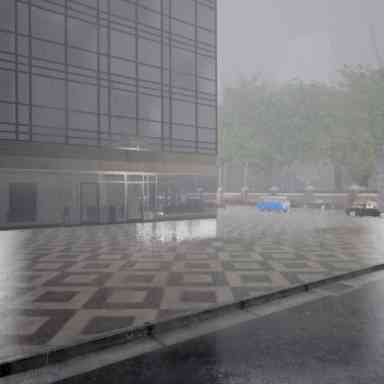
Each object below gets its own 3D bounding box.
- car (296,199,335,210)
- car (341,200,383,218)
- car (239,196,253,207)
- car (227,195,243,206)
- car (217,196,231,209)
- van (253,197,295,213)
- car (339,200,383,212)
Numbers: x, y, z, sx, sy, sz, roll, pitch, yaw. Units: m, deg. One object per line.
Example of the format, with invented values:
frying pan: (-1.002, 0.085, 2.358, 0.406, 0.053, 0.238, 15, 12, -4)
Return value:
car: (16.317, 1.580, 43.119, 2.008, 1.369, 4.403, -1, 0, -35)
car: (15.730, 1.589, 29.165, 2.008, 1.369, 4.403, -1, 0, -35)
car: (9.944, 1.651, 52.148, 1.802, 1.307, 4.206, -1, 0, -35)
car: (6.755, 1.396, 56.661, 2.192, 1.841, 5.009, -1, 0, -35)
car: (2.984, 1.681, 47.222, 1.887, 1.381, 4.507, -1, 0, -35)
van: (9.355, 1.438, 38.193, 1.690, 1.788, 3.998, -1, 0, -35)
car: (19.503, 1.584, 38.605, 1.802, 1.307, 4.206, -1, 0, -35)
